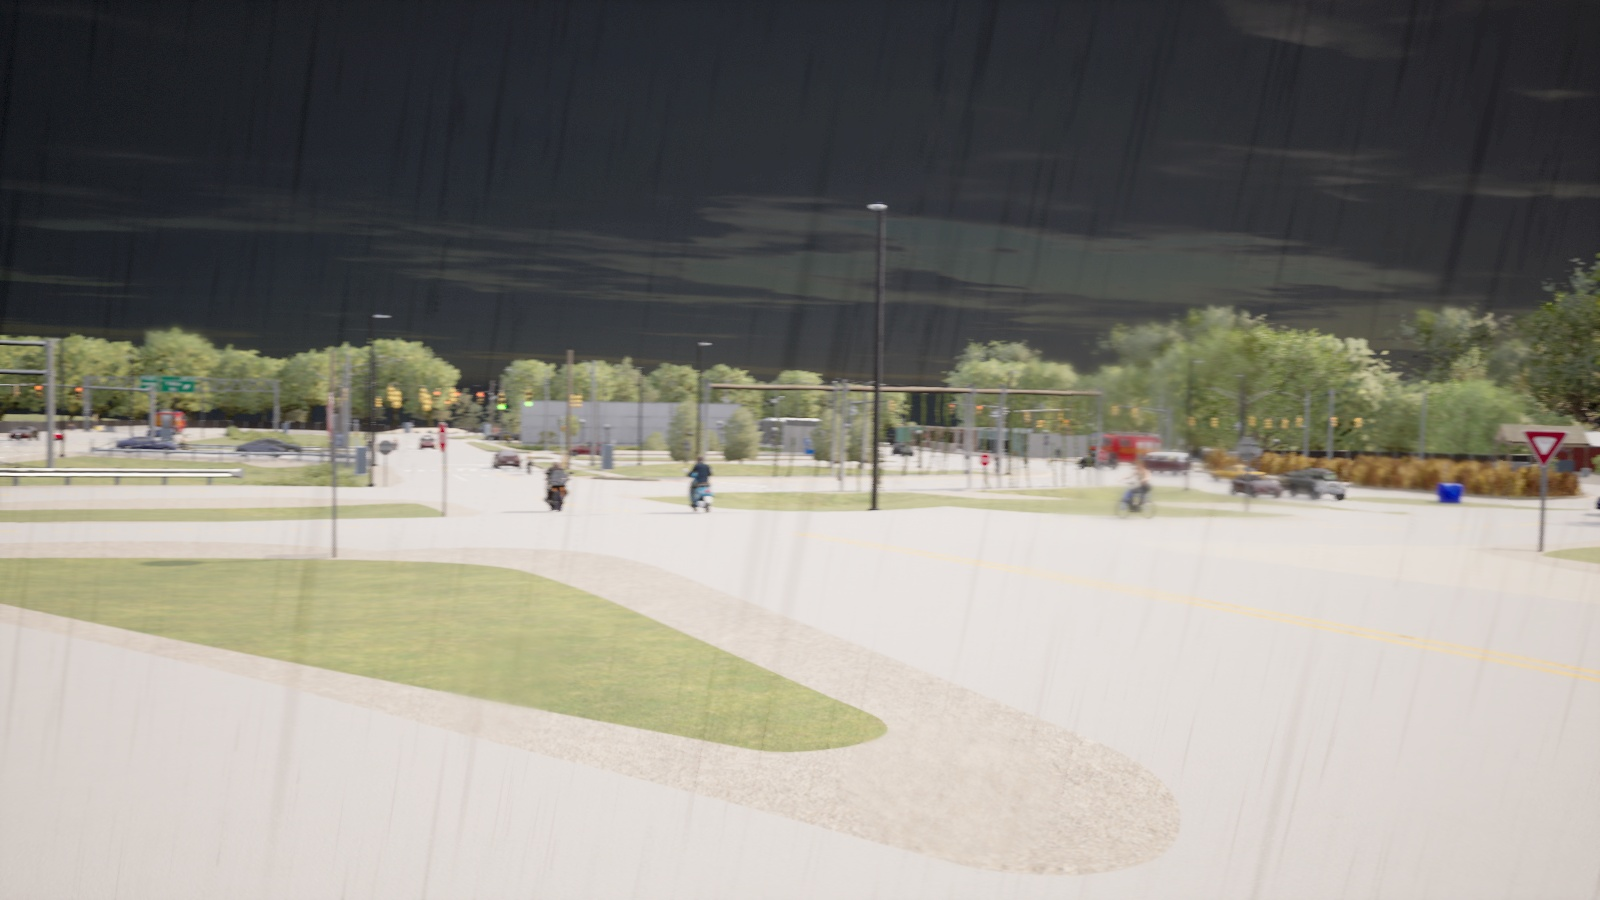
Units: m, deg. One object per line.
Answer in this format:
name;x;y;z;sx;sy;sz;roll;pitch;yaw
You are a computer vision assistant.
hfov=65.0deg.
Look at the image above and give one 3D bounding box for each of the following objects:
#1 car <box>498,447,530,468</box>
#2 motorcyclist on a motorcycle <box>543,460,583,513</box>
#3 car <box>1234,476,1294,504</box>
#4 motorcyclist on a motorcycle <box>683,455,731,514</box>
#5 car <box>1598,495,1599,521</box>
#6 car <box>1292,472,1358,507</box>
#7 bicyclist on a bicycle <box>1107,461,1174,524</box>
car;-22.034;0.563;96.650;1.812;1.442;4.674;1;1;-20
motorcyclist on a motorcycle;-7.014;1.073;37.048;0.866;1.530;2.191;1;-2;-18
car;29.202;2.504;79.103;1.816;1.474;4.193;1;1;-6
motorcyclist on a motorcycle;-2.600;0.944;34.900;0.866;1.590;1.817;1;-1;-19
car;45.606;3.201;67.530;4.674;1.442;1.812;1;1;-14
car;32.874;2.446;78.727;1.932;1.855;4.605;2;1;-3
bicyclist on a bicycle;9.096;1.132;33.535;1.509;1.612;0.866;3;0;-32
